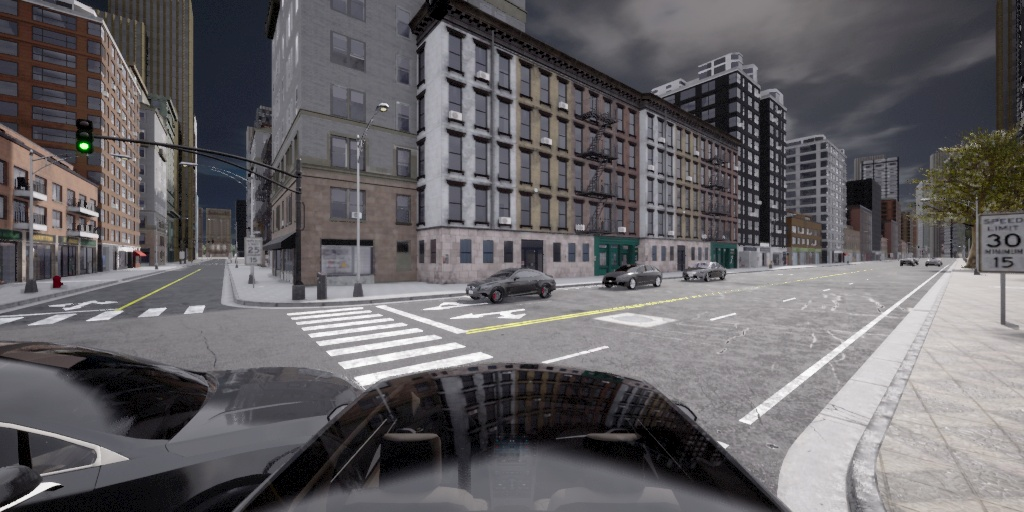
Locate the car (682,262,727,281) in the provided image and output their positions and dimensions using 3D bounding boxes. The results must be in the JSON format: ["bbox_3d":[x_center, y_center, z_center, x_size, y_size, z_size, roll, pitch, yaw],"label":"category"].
[{"bbox_3d":[15.834,1.237,29.413,4.902,1.511,2.128,0,0,-38],"label":"car"}]

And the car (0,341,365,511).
[{"bbox_3d":[-3.212,1.257,1.856,4.892,1.490,1.837,0,0,-34],"label":"car"}]

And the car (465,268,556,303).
[{"bbox_3d":[0.059,1.287,16.809,4.674,1.442,1.812,0,0,-39],"label":"car"}]

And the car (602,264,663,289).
[{"bbox_3d":[7.787,1.259,22.989,4.892,1.490,1.837,0,0,-39],"label":"car"}]
